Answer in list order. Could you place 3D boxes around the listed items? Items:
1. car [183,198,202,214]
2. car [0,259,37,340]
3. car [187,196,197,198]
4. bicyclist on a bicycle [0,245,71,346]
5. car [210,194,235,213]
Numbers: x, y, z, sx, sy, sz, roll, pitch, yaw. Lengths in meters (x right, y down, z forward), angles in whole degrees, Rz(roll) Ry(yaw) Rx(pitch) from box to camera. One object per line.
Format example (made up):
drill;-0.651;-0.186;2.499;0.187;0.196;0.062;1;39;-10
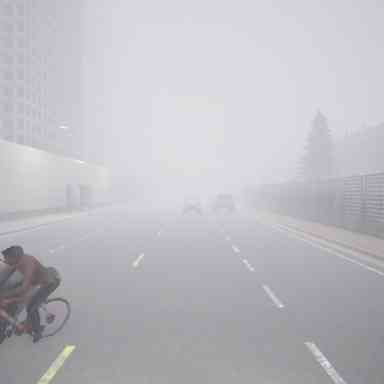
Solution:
car;0.041;1.601;35.173;1.895;1.301;4.718;0;0;0
car;-3.666;1.547;3.728;2.033;1.411;5.357;0;0;-2
car;-0.017;1.352;45.061;2.097;1.767;4.553;0;0;0
bicyclist on a bicycle;-2.380;1.489;4.604;0.582;1.620;1.656;21;14;37
car;3.505;1.218;37.298;2.150;2.045;5.566;0;0;1
